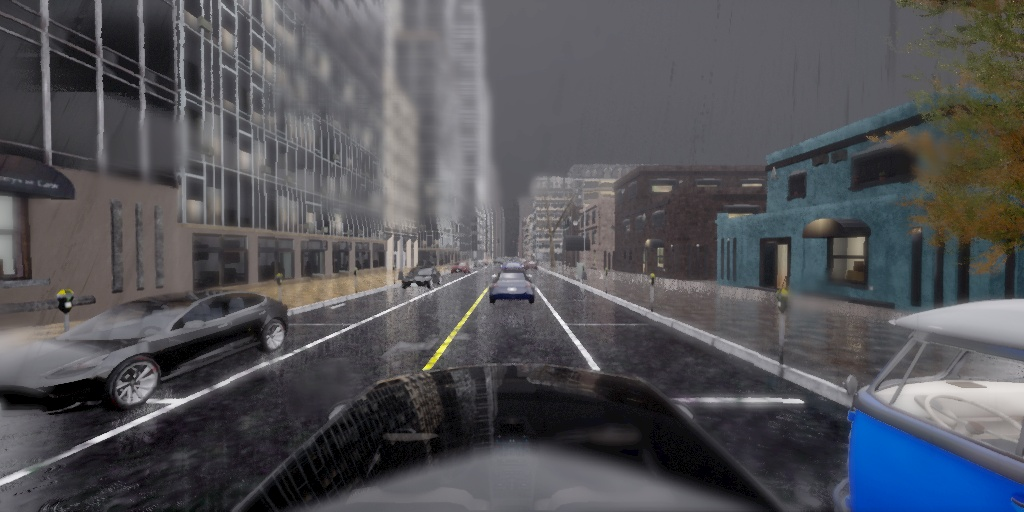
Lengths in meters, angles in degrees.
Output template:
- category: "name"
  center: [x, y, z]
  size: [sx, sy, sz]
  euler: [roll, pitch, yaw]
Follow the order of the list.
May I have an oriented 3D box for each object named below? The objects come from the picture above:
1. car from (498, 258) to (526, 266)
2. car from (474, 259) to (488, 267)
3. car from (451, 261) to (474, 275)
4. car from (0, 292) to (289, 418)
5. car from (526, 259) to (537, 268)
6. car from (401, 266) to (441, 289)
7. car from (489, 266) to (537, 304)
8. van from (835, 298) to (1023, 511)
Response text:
- category: "car"
  center: [0.000, 1.228, 31.504]
  size: [1.882, 1.535, 5.008]
  euler: [0, 0, 0]
- category: "car"
  center: [-5.794, 1.288, 62.524]
  size: [2.007, 1.370, 4.403]
  euler: [0, 0, 0]
- category: "car"
  center: [-5.691, 1.286, 39.949]
  size: [1.888, 1.381, 4.507]
  euler: [0, 0, 0]
- category: "car"
  center: [-5.691, 1.314, 6.085]
  size: [1.948, 1.339, 4.313]
  euler: [0, 0, 0]
- category: "car"
  center: [2.724, 1.321, 51.179]
  size: [1.802, 1.307, 4.207]
  euler: [0, 0, 0]
- category: "car"
  center: [-5.691, 1.310, 23.018]
  size: [1.948, 1.339, 4.313]
  euler: [0, 0, 0]
- category: "car"
  center: [0.000, 1.319, 16.502]
  size: [1.994, 1.385, 4.181]
  euler: [0, 0, 0]
- category: "van"
  center: [2.689, 1.090, 0.385]
  size: [1.690, 1.789, 3.998]
  euler: [0, 0, 0]
